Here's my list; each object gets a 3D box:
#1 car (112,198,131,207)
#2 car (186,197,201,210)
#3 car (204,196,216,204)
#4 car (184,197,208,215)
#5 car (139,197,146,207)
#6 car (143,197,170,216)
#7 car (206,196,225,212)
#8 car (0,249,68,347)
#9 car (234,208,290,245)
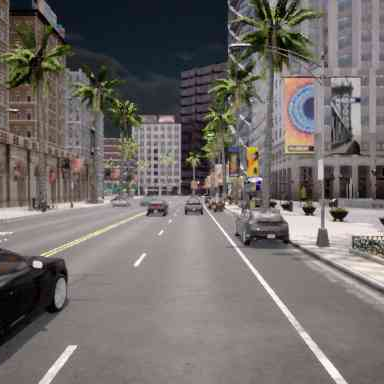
[{"bbox_3d":[-10.445,1.601,49.444,1.895,1.301,4.718,0,0,0],"label":"car"},{"bbox_3d":[0.221,1.505,44.504,1.837,1.490,4.892,0,0,0],"label":"car"},{"bbox_3d":[3.578,1.513,66.809,2.161,1.482,4.786,0,0,0],"label":"car"},{"bbox_3d":[0.189,1.491,34.247,2.128,1.511,4.902,0,0,0],"label":"car"},{"bbox_3d":[-6.927,1.505,51.249,1.837,1.490,4.892,0,0,1],"label":"car"},{"bbox_3d":[-3.314,1.503,32.914,1.837,1.490,4.892,0,0,0],"label":"car"},{"bbox_3d":[3.214,1.354,44.880,2.185,1.767,4.553,0,0,0],"label":"car"},{"bbox_3d":[-3.399,1.478,4.649,1.882,1.535,5.008,0,0,0],"label":"car"},{"bbox_3d":[3.128,1.481,15.505,2.231,1.521,4.892,0,0,0],"label":"car"}]
